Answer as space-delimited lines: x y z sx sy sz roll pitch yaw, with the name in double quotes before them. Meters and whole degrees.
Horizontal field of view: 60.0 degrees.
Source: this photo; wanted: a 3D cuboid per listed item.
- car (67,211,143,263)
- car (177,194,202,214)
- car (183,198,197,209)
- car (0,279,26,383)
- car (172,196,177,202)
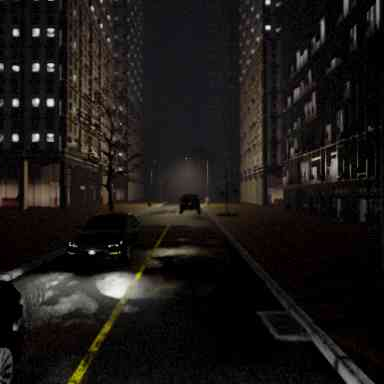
"car" -2.940 1.514 12.134 1.837 1.490 4.892 0 0 0
"car" -0.177 1.232 35.475 2.150 2.045 5.566 0 0 0
"car" -0.288 1.576 47.788 1.994 1.385 4.181 0 0 -1
"car" -2.858 1.498 1.973 2.128 1.511 4.902 0 0 0
"car" -3.337 1.504 72.204 2.033 1.411 5.357 0 0 0
